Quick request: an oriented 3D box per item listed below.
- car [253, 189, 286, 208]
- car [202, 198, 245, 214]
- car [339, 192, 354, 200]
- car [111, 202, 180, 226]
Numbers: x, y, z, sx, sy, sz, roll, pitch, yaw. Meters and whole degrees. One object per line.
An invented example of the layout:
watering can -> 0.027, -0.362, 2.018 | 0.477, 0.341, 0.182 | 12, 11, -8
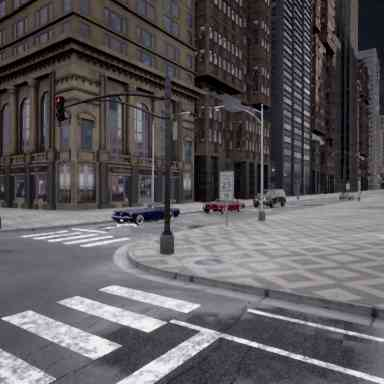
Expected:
car -> 9.035, 0.696, 38.323 | 2.150, 2.045, 5.566 | 0, 1, 36
car -> 2.895, 1.217, 29.716 | 1.895, 1.301, 4.718 | 0, 1, 35
car -> 27.091, 0.683, 58.143 | 2.033, 1.411, 5.357 | 0, 1, 33
car -> -2.908, 1.350, 21.583 | 1.895, 1.301, 4.718 | 0, 1, 36
